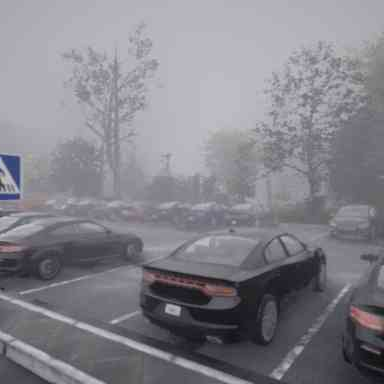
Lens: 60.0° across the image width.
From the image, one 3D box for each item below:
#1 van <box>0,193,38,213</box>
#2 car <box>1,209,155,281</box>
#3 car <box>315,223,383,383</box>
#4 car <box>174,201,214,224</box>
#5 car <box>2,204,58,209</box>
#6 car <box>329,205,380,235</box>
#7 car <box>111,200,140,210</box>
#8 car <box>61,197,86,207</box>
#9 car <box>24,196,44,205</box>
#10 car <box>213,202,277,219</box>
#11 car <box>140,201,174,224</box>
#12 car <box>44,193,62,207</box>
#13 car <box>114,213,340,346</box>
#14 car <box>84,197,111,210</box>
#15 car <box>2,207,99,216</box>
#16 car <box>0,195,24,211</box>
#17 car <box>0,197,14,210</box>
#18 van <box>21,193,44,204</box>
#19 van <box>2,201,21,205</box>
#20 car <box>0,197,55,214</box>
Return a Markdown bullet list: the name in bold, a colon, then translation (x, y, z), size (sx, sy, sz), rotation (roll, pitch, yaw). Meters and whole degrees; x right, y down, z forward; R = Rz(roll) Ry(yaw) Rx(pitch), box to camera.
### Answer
- **van**: translation (-19.426, 1.135, 36.303), size (1.878, 1.987, 4.442), rotation (0, 0, 35)
- **car**: translation (-3.475, 1.447, 9.686), size (2.002, 1.452, 4.674), rotation (0, 0, 35)
- **car**: translation (3.476, 1.454, 4.832), size (2.002, 1.452, 4.674), rotation (0, 0, 35)
- **car**: translation (1.338, 1.401, 21.651), size (2.097, 1.535, 5.008), rotation (0, 0, 35)
- **car**: translation (-8.124, 1.427, 12.900), size (2.163, 1.488, 4.792), rotation (0, 0, 35)
- **car**: translation (8.292, 1.413, 16.814), size (2.231, 1.521, 4.892), rotation (0, 0, 35)
- **car**: translation (-3.273, 1.421, 24.913), size (2.163, 1.488, 4.792), rotation (0, 0, 35)
- **car**: translation (-8.024, 1.382, 28.189), size (2.097, 1.535, 5.008), rotation (0, 0, 35)
- **car**: translation (-12.648, 1.373, 31.431), size (2.097, 1.535, 5.008), rotation (0, 0, 35)
- **car**: translation (3.654, 1.406, 20.035), size (2.231, 1.521, 4.892), rotation (0, 0, 35)
- **car**: translation (-0.977, 1.396, 23.268), size (2.097, 1.535, 5.008), rotation (0, 0, 35)
- **car**: translation (-10.318, 1.252, 29.835), size (2.185, 1.767, 4.553), rotation (0, 0, 35)
- **car**: translation (1.156, 1.413, 6.448), size (2.097, 1.535, 5.008), rotation (0, 0, 35)
- **car**: translation (-5.704, 1.387, 26.580), size (2.097, 1.535, 5.008), rotation (0, 0, 35)
- **car**: translation (-5.789, 1.442, 11.308), size (2.002, 1.452, 4.674), rotation (0, 0, 35)
- **car**: translation (-21.927, 1.230, 37.869), size (2.185, 1.767, 4.553), rotation (0, 0, 35)
- **car**: translation (-24.102, 1.381, 39.466), size (2.163, 1.488, 4.792), rotation (0, 0, 35)
- **van**: translation (-14.796, 1.143, 33.065), size (1.878, 1.987, 4.442), rotation (0, 0, 35)
- **van**: translation (-10.357, 1.167, 14.637), size (1.878, 1.987, 4.442), rotation (0, 0, 35)
- **car**: translation (-17.175, 1.366, 34.594), size (2.231, 1.521, 4.892), rotation (0, 0, 35)
